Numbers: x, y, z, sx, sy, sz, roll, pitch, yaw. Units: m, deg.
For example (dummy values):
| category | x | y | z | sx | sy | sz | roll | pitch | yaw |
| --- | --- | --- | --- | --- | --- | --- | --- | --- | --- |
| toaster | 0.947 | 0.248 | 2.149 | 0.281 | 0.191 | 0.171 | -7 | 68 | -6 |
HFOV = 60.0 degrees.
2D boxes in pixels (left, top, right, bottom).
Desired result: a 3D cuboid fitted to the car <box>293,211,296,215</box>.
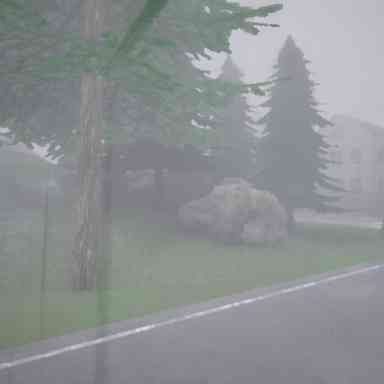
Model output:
| category | x | y | z | sx | sy | sz | roll | pitch | yaw |
| --- | --- | --- | --- | --- | --- | --- | --- | --- | --- |
| car | 7.022 | 1.433 | 29.874 | 2.128 | 1.511 | 4.902 | 0 | 0 | -35 |
